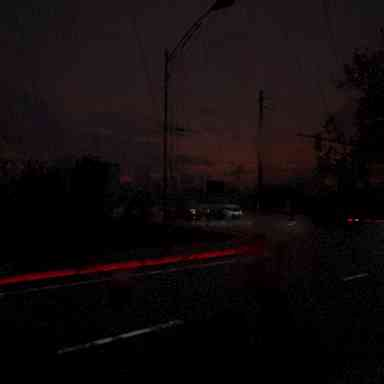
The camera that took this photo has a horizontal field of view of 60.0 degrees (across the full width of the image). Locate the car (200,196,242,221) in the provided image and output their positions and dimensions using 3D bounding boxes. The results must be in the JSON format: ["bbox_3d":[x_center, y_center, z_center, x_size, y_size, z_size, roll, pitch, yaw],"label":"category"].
[{"bbox_3d":[2.143,1.471,31.045,2.150,2.045,5.566,1,0,-39],"label":"car"}]

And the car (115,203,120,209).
[{"bbox_3d":[-12.856,1.461,49.824,2.150,2.045,5.566,1,-1,-38],"label":"car"}]

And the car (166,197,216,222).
[{"bbox_3d":[-0.457,1.561,28.694,2.097,1.767,4.553,1,-1,-39],"label":"car"}]

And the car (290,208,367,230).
[{"bbox_3d":[9.381,1.832,23.339,2.033,1.411,5.357,0,0,-26],"label":"car"}]
